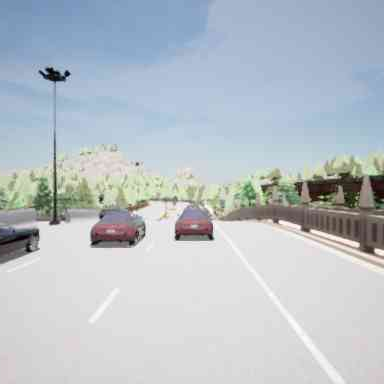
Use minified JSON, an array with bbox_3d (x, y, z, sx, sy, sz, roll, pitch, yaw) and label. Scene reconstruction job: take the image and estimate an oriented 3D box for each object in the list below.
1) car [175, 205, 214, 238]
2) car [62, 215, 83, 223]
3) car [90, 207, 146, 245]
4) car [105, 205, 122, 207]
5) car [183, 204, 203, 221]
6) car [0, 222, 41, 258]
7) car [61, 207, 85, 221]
[{"bbox_3d":[0.104,1.634,17.958,1.994,1.385,4.181,0,-1,0],"label":"car"},{"bbox_3d":[-21.008,4.813,58.533,1.895,1.301,4.718,0,-6,1],"label":"car"},{"bbox_3d":[-3.396,1.620,15.924,1.994,1.385,4.181,0,0,0],"label":"car"},{"bbox_3d":[-6.893,1.950,29.740,2.128,1.511,4.902,0,-3,0],"label":"car"},{"bbox_3d":[0.109,2.240,36.134,2.097,1.767,4.553,0,-5,0],"label":"car"},{"bbox_3d":[-6.898,1.639,11.047,1.895,1.301,4.718,0,0,0],"label":"car"},{"bbox_3d":[-14.072,2.574,39.954,2.097,1.767,4.553,0,-5,0],"label":"car"}]
